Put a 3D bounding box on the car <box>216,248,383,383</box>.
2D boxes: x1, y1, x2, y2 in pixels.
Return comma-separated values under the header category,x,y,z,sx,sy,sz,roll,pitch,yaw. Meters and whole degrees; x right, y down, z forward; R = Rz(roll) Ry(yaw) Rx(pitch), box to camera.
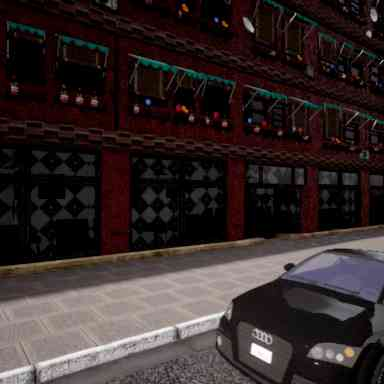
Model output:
category,x,y,z,sx,sy,sz,roll,pitch,yaw
car,2.371,1.565,4.775,4.181,1.385,1.994,0,0,-36
